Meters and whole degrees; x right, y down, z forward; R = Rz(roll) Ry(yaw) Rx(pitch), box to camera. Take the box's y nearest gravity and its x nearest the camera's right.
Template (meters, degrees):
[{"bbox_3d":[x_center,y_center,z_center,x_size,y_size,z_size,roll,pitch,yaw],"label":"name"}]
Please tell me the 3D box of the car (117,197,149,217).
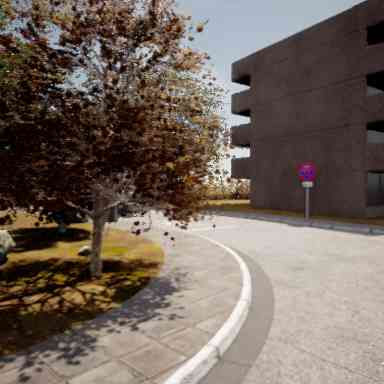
[{"bbox_3d":[-4.955,0.858,22.268,4.718,1.301,1.895,3,1,39],"label":"car"}]
